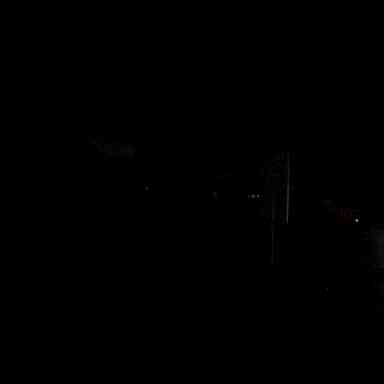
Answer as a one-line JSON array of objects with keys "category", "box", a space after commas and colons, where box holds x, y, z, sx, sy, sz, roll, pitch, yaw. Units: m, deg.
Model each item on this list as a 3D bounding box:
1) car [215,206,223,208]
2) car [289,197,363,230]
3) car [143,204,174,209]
[{"category": "car", "box": [2.321, 1.826, 30.452, 2.033, 1.411, 5.357, 2, -2, -36]}, {"category": "car", "box": [8.241, 1.375, 22.066, 2.150, 2.045, 5.566, 2, -2, -35]}, {"category": "car", "box": [-3.622, 1.737, 38.556, 2.097, 1.767, 4.553, 3, -2, -37]}]
